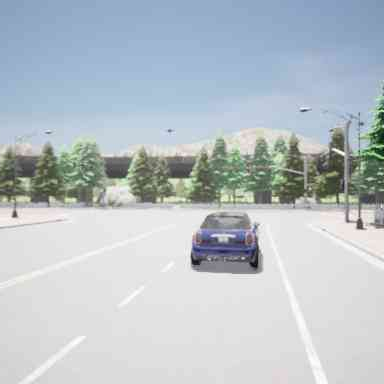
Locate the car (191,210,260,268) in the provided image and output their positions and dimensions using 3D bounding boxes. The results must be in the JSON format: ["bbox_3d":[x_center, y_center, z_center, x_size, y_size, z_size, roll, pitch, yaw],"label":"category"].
[{"bbox_3d":[1.351,1.485,12.030,2.097,1.767,4.553,0,-1,11],"label":"car"}]
